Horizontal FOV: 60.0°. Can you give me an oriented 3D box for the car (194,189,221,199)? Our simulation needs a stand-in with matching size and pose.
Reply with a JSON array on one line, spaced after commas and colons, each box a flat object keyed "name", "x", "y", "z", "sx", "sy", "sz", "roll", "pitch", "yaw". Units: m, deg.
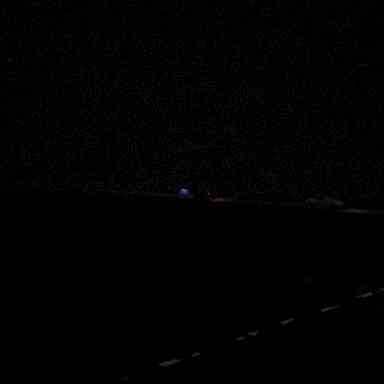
[{"name": "car", "x": 2.374, "y": 0.276, "z": 56.215, "sx": 2.097, "sy": 1.767, "sz": 4.553, "roll": -3, "pitch": 3, "yaw": -35}]

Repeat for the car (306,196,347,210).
[{"name": "car", "x": 15.243, "y": 1.177, "z": 37.963, "sx": 1.812, "sy": 1.442, "sz": 4.674, "roll": -3, "pitch": 4, "yaw": -35}]

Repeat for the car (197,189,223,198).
[{"name": "car", "x": 3.193, "y": 0.227, "z": 60.030, "sx": 2.128, "sy": 1.511, "sz": 4.902, "roll": -3, "pitch": 3, "yaw": -35}]

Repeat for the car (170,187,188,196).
[{"name": "car", "x": -2.738, "y": -0.213, "z": 68.316, "sx": 2.097, "sy": 1.767, "sz": 4.553, "roll": -3, "pitch": 3, "yaw": -35}]
